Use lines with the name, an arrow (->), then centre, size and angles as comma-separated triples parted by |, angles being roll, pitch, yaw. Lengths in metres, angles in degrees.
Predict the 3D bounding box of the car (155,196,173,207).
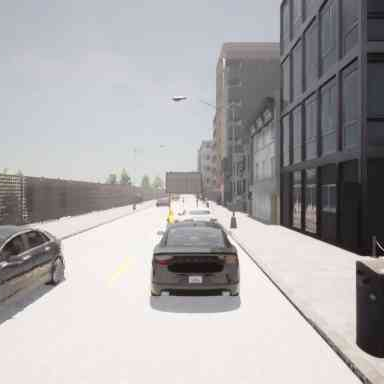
car -> -4.302, 1.563, 49.710 | 1.994, 1.385, 4.181 | 0, 0, 0

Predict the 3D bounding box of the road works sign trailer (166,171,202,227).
road works sign trailer -> -0.570, 0.464, 21.517 | 2.380, 3.560, 2.880 | 0, 0, -15

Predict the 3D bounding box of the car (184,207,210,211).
car -> 0.241, 1.542, 17.999 | 1.812, 1.442, 4.674 | -1, -1, -6

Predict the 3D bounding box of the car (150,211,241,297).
car -> 0.063, 1.478, 8.657 | 1.882, 1.535, 5.008 | 0, 0, 0

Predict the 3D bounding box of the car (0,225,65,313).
car -> -4.127, 1.505, 6.618 | 1.837, 1.490, 4.892 | 0, 0, 0

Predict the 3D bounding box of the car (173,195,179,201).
car -> -4.362, 1.491, 87.883 | 2.128, 1.511, 4.902 | 0, 0, 0
